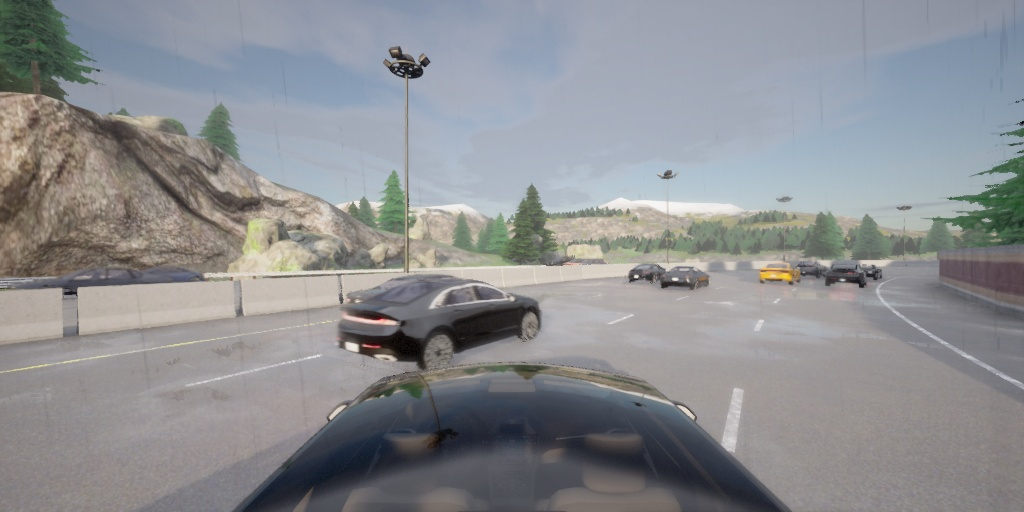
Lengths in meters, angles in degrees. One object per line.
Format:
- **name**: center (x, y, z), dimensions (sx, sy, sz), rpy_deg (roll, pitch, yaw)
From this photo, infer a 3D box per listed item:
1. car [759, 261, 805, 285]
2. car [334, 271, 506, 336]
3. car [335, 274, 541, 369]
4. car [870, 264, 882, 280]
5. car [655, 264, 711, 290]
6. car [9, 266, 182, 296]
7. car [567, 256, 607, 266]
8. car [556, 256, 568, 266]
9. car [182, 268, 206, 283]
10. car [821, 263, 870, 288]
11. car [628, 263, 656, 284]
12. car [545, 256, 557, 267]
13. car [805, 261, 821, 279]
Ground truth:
- **car**: center (19.747, 1.227, 26.340), dimensions (5.008, 1.535, 1.882), rpy_deg (0, 0, -44)
- **car**: center (-2.645, 1.297, 11.715), dimensions (2.033, 1.411, 5.357), rpy_deg (0, 0, 37)
- **car**: center (-1.155, 1.240, 7.689), dimensions (2.128, 1.511, 4.902), rpy_deg (0, 0, 35)
- **car**: center (30.415, 1.351, 30.942), dimensions (4.718, 1.301, 1.895), rpy_deg (0, 0, -39)
- **car**: center (10.927, 1.314, 22.477), dimensions (1.994, 1.385, 4.181), rpy_deg (0, 0, 43)
- **car**: center (-20.138, 1.297, 17.530), dimensions (2.033, 1.411, 5.357), rpy_deg (0, 0, 34)
- **car**: center (8.776, 1.100, 40.316), dimensions (4.553, 1.767, 2.097), rpy_deg (0, 0, -42)
- **car**: center (8.110, 1.101, 44.415), dimensions (4.553, 1.767, 2.097), rpy_deg (0, 0, -41)
- **car**: center (-21.367, 1.314, 21.802), dimensions (1.994, 1.385, 4.181), rpy_deg (0, 0, 35)
- **car**: center (22.476, 1.255, 24.107), dimensions (4.892, 1.490, 1.837), rpy_deg (0, 0, -43)
- **car**: center (10.401, 1.275, 27.006), dimensions (1.812, 1.442, 4.674), rpy_deg (0, 0, 44)
- **car**: center (7.447, 0.967, 53.128), dimensions (5.566, 2.045, 2.150), rpy_deg (0, 0, -40)
- **car**: center (27.685, 1.241, 33.218), dimensions (4.902, 1.511, 2.128), rpy_deg (0, 0, -39)
